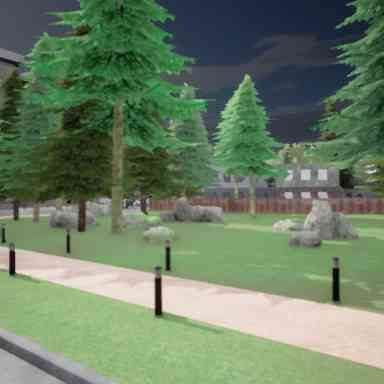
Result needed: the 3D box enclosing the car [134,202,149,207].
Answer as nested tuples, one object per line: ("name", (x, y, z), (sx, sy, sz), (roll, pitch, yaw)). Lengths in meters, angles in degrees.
("car", (-8.399, 1.941, 59.701), (1.812, 1.442, 4.674), (-1, -1, 37))
